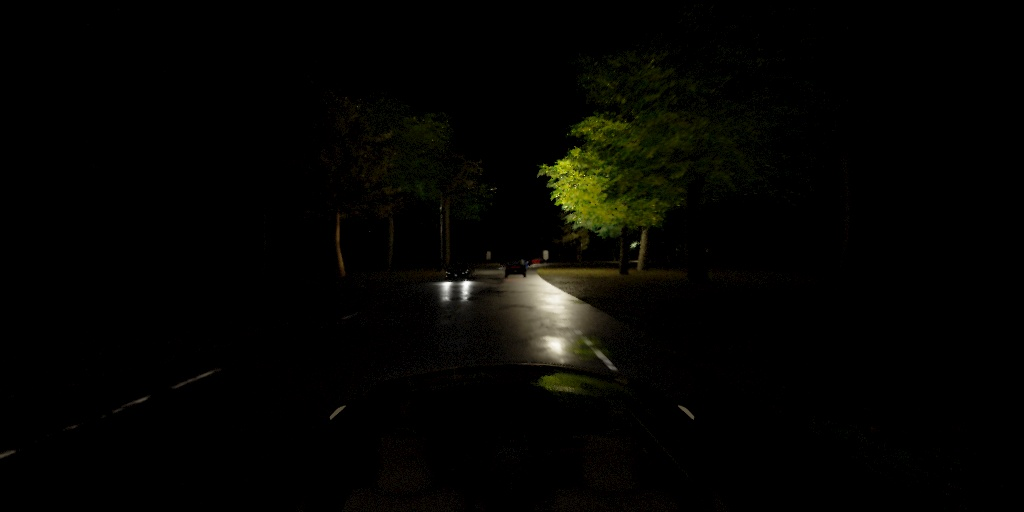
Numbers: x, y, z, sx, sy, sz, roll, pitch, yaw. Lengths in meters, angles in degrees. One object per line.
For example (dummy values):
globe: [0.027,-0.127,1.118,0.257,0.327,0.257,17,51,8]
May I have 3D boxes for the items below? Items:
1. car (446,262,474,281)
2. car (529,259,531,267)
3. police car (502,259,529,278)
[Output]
car: [-4.262,1.227,29.804,1.837,1.490,4.892,-1,0,0]
car: [1.198,1.184,49.010,1.882,1.535,5.008,-1,0,5]
police car: [0.340,1.102,33.344,1.930,1.638,5.238,-1,0,1]
